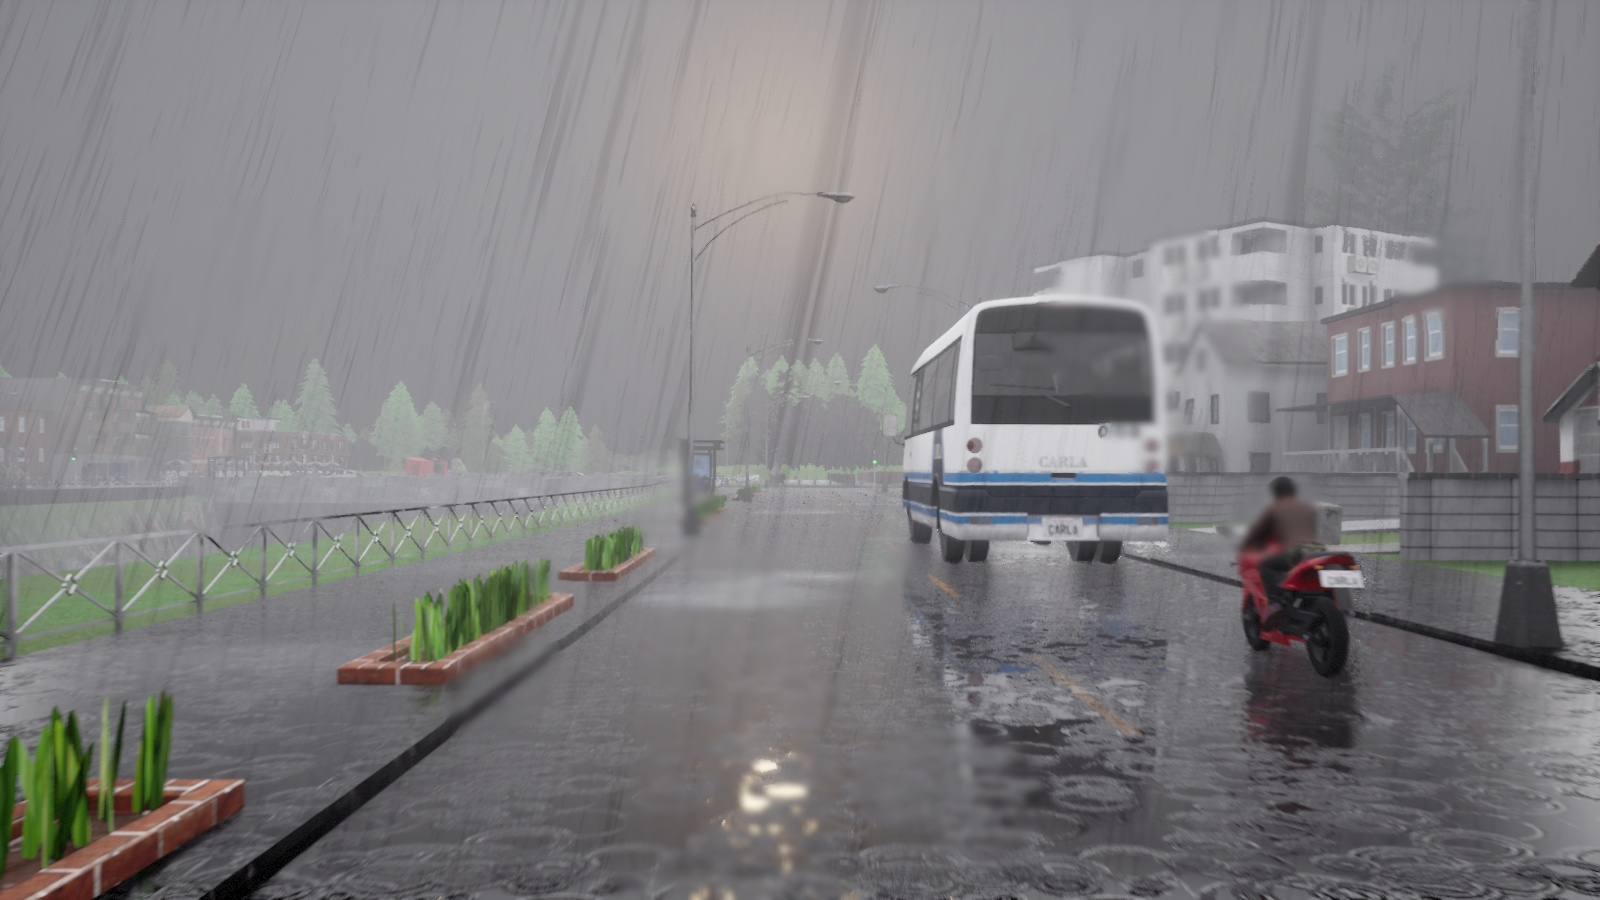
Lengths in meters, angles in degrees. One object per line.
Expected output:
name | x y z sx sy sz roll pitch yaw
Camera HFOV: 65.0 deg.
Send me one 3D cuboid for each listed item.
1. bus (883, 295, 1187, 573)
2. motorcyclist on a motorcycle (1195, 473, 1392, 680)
bus | 3.937 -0.169 24.398 3.944 4.253 10.273 0 -1 0
motorcyclist on a motorcycle | 3.976 0.954 10.327 0.797 1.523 2.044 0 -1 0
